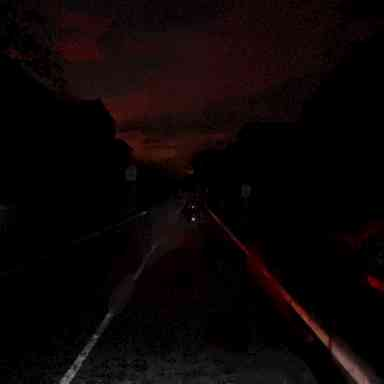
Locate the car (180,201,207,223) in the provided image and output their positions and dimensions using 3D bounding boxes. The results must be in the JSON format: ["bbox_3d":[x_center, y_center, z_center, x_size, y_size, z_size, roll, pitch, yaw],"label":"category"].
[{"bbox_3d":[0.102,1.630,25.696,1.895,1.301,4.718,0,0,0],"label":"car"}]

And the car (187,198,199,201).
[{"bbox_3d":[0.111,1.553,42.867,1.837,1.490,4.892,0,0,0],"label":"car"}]

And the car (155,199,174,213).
[{"bbox_3d":[-3.110,1.549,38.513,1.837,1.490,4.892,0,0,0],"label":"car"}]
